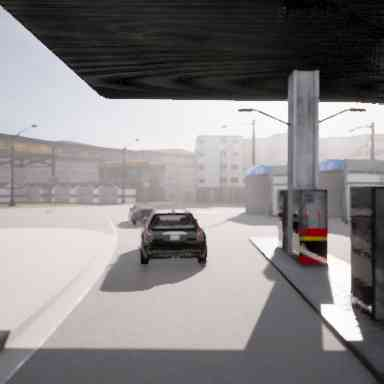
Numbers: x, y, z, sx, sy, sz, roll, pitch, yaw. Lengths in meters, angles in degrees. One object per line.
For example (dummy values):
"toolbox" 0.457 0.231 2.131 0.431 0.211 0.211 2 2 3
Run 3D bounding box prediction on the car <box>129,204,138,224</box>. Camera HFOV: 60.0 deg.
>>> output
"car" -3.663 1.563 24.848 1.812 1.442 4.674 0 0 -15

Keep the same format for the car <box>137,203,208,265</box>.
"car" -0.821 1.376 12.049 2.097 1.767 4.553 0 0 -8
